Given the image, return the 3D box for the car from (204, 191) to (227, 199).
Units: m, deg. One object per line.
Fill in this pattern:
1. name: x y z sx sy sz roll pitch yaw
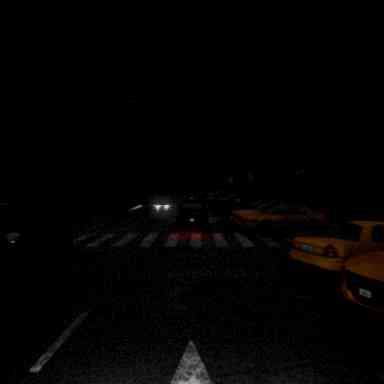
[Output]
1. car: 5.195 0.632 72.606 4.553 1.767 2.185 1 1 -20

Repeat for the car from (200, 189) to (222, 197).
1. car: 5.139 0.345 90.645 5.566 2.045 2.435 0 0 -20

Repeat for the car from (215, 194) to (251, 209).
1. car: 5.160 1.216 33.574 4.674 1.452 2.002 0 1 -20

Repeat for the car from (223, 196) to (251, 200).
1. car: 5.188 1.291 24.573 4.892 1.521 2.231 0 1 -20

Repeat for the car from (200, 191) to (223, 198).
1. car: 4.963 0.645 84.553 5.366 1.575 1.946 1 1 -20

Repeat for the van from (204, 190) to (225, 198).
1. van: 5.265 0.479 78.654 4.442 1.987 1.878 1 0 -20

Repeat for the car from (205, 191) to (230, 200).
1. car: 5.132 0.687 66.589 4.553 1.767 2.185 1 0 -20

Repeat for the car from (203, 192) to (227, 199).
1. car: 5.151 0.730 75.610 5.008 1.535 2.097 1 0 -20

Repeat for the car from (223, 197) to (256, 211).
1. car: 5.017 1.324 21.508 5.366 1.575 1.946 0 1 -20

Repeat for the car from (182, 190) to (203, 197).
1. car: -0.066 0.813 42.218 2.150 2.045 5.566 0 1 0

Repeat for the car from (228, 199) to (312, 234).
1. car: 5.031 1.362 18.507 5.366 1.575 1.946 1 1 -20

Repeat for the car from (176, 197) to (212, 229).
1. car: -0.008 1.337 20.805 1.882 1.535 5.008 0 1 0

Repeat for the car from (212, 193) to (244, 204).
1. car: 5.126 1.168 36.565 4.792 1.488 2.163 0 1 -20

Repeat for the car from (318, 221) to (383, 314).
1. car: 5.300 1.480 6.555 5.008 1.535 2.097 1 0 -21

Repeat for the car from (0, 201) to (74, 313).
1. car: -4.064 1.231 6.304 2.150 2.045 5.566 0 0 0

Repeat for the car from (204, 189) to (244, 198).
1. car: 5.143 0.747 48.557 5.566 2.045 2.435 1 1 -20

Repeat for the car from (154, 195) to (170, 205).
1. car: -4.164 1.108 46.960 1.994 1.385 4.181 0 1 0

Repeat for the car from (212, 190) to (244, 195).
1. car: 5.184 0.977 39.583 4.553 1.767 2.185 0 1 -20

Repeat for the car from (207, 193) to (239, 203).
1. car: 5.128 0.963 54.575 4.792 1.488 2.163 1 1 -20

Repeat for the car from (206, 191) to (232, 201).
1. car: 5.131 0.716 63.588 4.553 1.767 2.185 1 0 -20

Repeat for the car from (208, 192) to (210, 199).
1. car: 5.148 1.072 45.582 4.674 1.452 2.002 1 0 -20

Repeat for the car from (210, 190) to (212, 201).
1. car: 5.184 0.942 42.584 4.553 1.767 2.185 1 1 -20

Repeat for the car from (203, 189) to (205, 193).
1. car: 5.136 0.650 57.573 5.566 2.045 2.435 1 1 -20

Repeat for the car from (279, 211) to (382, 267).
1. car: 5.433 1.472 9.624 5.366 1.575 1.946 1 0 -20
